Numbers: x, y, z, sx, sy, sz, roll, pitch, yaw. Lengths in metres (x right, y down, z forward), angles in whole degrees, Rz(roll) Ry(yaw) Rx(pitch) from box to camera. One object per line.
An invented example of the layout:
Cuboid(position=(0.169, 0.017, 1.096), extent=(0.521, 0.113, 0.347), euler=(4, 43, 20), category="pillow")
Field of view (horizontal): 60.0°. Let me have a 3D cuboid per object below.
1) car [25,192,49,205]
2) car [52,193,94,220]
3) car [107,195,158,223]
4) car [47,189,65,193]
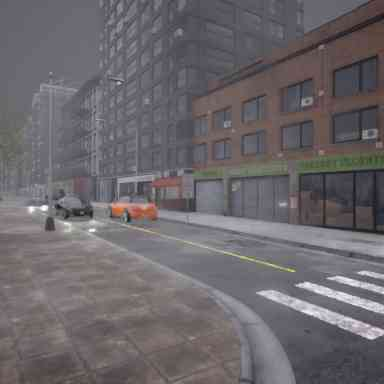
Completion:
Cuboid(position=(-19.816, 0.974, 42.020), extent=(1.895, 1.301, 4.718), euler=(0, 0, -32), category="car")
Cuboid(position=(-8.595, 1.067, 24.102), extent=(1.882, 1.535, 5.008), euler=(0, 1, -32), category="car")
Cuboid(position=(-4.124, 1.008, 22.546), extent=(2.097, 1.767, 4.553), euler=(0, 1, -32), category="car")
Cuboid(position=(-19.041, 0.587, 46.151), extent=(2.150, 2.045, 5.566), euler=(0, 0, -32), category="car")
